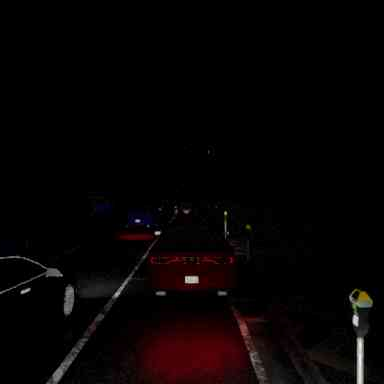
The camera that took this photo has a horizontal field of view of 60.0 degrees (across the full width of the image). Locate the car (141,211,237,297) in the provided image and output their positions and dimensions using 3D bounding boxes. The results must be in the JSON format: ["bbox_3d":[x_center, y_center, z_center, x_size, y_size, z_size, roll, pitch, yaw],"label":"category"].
[{"bbox_3d":[-0.006,1.477,8.651,1.882,1.535,5.008,0,0,0],"label":"car"}]

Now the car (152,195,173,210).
[{"bbox_3d":[-3.145,1.476,38.306,1.882,1.535,5.008,0,0,0],"label":"car"}]

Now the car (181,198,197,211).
[{"bbox_3d":[-0.385,1.544,42.263,1.887,1.381,4.507,0,0,0],"label":"car"}]

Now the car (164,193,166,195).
[{"bbox_3d":[-8.912,1.324,87.347,2.192,1.841,5.009,0,0,0],"label":"car"}]

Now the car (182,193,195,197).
[{"bbox_3d":[-0.386,1.314,36.627,2.192,1.841,5.009,0,0,0],"label":"car"}]

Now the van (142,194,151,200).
[{"bbox_3d":[-8.911,1.340,59.164,1.690,1.788,3.998,0,0,0],"label":"van"}]

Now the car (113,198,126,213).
[{"bbox_3d":[-8.911,1.439,36.617,1.967,1.590,4.097,0,0,0],"label":"car"}]

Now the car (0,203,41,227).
[{"bbox_3d":[-6.247,1.351,8.964,2.097,1.767,4.553,0,0,0],"label":"car"}]

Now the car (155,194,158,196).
[{"bbox_3d":[-8.911,1.553,70.437,2.008,1.369,4.403,0,0,0],"label":"car"}]

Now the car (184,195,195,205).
[{"bbox_3d":[-0.386,1.439,59.171,1.967,1.590,4.097,0,0,0],"label":"car"}]

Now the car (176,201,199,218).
[{"bbox_3d":[-0.385,1.565,30.990,1.947,1.339,4.313,0,0,0],"label":"car"}]

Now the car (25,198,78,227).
[{"bbox_3d":[-8.911,1.314,19.706,2.192,1.841,5.009,0,0,0],"label":"car"}]

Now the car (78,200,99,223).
[{"bbox_3d":[-8.910,1.544,25.344,1.887,1.381,4.507,0,0,0],"label":"car"}]

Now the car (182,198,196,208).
[{"bbox_3d":[-0.385,1.565,47.899,1.947,1.339,4.313,0,0,0],"label":"car"}]

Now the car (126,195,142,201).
[{"bbox_3d":[-8.911,1.439,47.891,1.967,1.590,4.097,0,0,0],"label":"car"}]

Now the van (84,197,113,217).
[{"bbox_3d":[-8.911,1.340,30.980,1.690,1.788,3.998,0,0,0],"label":"van"}]

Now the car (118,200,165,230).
[{"bbox_3d":[-3.045,1.477,21.098,1.882,1.535,5.008,0,0,0],"label":"car"}]

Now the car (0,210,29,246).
[{"bbox_3d":[-8.910,1.565,14.070,1.947,1.339,4.313,0,0,0],"label":"car"}]

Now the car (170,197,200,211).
[{"bbox_3d":[-0.386,1.439,25.353,1.967,1.590,4.097,0,0,0],"label":"car"}]

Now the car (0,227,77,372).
[{"bbox_3d":[-3.045,1.504,4.302,1.837,1.490,4.892,0,0,0],"label":"car"}]

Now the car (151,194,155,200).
[{"bbox_3d":[-8.911,1.525,64.631,1.752,1.417,4.829,0,0,0],"label":"car"}]
